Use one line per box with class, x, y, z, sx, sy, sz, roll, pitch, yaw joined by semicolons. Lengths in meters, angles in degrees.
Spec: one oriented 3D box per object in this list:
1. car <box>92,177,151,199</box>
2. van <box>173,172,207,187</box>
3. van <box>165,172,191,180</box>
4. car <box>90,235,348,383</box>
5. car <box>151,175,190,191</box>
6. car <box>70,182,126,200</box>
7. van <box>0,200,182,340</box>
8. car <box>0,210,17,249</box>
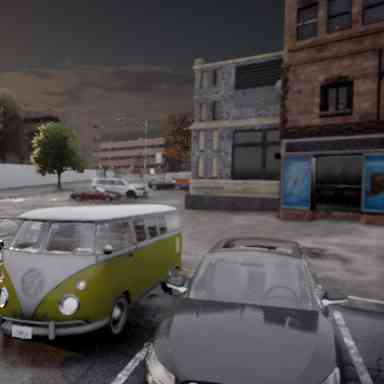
car;-7.468;-0.401;33.406;5.566;2.045;2.435;1;6;9
van;-0.284;-1.799;46.567;4.442;1.987;1.878;1;6;9
van;-1.750;-1.514;43.932;4.442;1.987;1.878;1;6;9
car;0.899;1.479;4.791;2.231;1.521;4.892;1;-1;15
car;-3.105;-1.003;41.319;4.892;1.521;2.231;1;6;9
car;-8.952;0.173;30.807;4.674;1.452;2.002;1;6;9
van;-1.603;1.243;6.410;1.878;1.987;4.442;1;-1;15
car;-8.920;1.483;11.761;2.163;1.488;4.792;0;-1;14
